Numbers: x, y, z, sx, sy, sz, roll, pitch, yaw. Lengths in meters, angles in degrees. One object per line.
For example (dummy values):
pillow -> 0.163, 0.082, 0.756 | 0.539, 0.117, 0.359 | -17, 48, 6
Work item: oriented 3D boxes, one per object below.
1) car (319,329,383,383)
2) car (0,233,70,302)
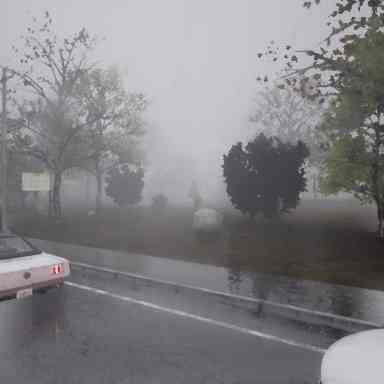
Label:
car -> 3.132, 1.526, 1.773 | 4.674, 1.442, 1.812 | 0, 0, 35
car -> -4.933, 1.601, 7.513 | 4.718, 1.301, 1.895 | 0, 0, 36
